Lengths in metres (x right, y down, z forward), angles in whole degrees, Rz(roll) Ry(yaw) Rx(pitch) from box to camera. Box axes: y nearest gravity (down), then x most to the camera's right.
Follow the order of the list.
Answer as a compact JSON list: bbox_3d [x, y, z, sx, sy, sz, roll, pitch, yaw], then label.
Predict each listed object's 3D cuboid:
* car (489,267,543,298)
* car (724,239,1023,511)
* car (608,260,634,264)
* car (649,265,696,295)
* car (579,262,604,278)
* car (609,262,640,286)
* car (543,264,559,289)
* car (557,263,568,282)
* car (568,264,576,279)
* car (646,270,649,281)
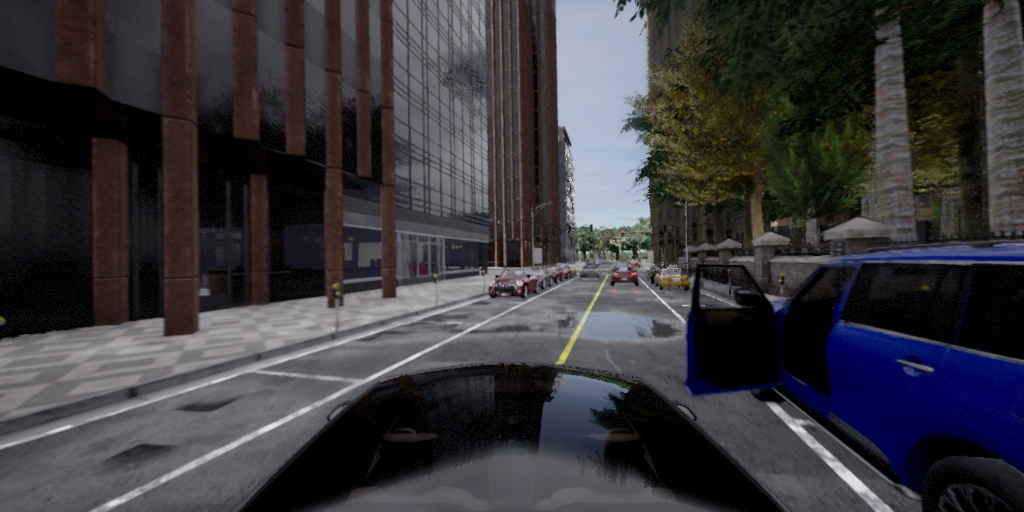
[{"bbox_3d":[0.174,1.362,19.456,1.967,1.591,4.097,0,0,16],"label":"car"},{"bbox_3d":[3.832,0.915,2.983,2.150,2.045,5.566,-1,-1,16],"label":"car"},{"bbox_3d":[11.025,1.444,36.077,2.033,1.411,5.357,-1,-1,16],"label":"car"},{"bbox_3d":[9.936,1.304,22.467,1.751,1.417,4.829,0,0,16],"label":"car"},{"bbox_3d":[7.924,1.555,36.347,1.895,1.301,4.718,-1,-1,17],"label":"car"},{"bbox_3d":[8.177,1.374,26.179,1.812,1.442,4.674,-1,-1,17],"label":"car"},{"bbox_3d":[1.706,1.498,24.694,2.007,1.370,4.403,0,0,16],"label":"car"},{"bbox_3d":[3.238,1.518,29.931,1.888,1.381,4.507,0,0,16],"label":"car"},{"bbox_3d":[4.770,1.438,35.169,1.967,1.591,4.097,0,0,16],"label":"car"},{"bbox_3d":[11.420,1.370,27.541,1.948,1.339,4.313,0,0,16],"label":"car"}]
